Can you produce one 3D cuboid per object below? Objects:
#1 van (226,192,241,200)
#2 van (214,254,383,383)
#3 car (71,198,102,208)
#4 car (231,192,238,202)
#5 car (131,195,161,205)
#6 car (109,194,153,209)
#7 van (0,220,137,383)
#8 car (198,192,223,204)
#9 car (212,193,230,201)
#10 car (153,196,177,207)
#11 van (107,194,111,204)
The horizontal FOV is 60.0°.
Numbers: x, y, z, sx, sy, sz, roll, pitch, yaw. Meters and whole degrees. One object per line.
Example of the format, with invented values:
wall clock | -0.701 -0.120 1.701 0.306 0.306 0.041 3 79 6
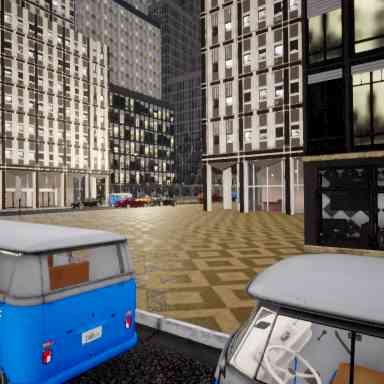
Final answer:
van | 9.506 0.873 75.670 1.690 1.788 3.998 0 0 36
van | 1.930 1.341 1.510 3.998 1.788 1.690 0 -1 36
car | -13.845 1.404 43.835 1.947 1.339 4.313 0 0 36
car | 6.275 1.101 57.096 2.008 1.369 4.403 0 0 36
car | -7.274 1.279 52.793 1.752 1.417 4.829 0 0 36
car | -7.065 1.268 38.912 1.887 1.381 4.507 0 0 36
van | -2.607 1.342 4.753 3.998 1.788 1.690 0 -1 36
car | 2.938 0.909 52.549 2.192 1.841 5.009 0 0 36
car | 6.171 1.017 71.122 1.967 1.590 4.097 0 0 36
car | -3.730 1.231 43.458 2.008 1.369 4.403 0 0 36
van | -10.511 1.136 48.382 1.690 1.788 3.998 0 0 36
